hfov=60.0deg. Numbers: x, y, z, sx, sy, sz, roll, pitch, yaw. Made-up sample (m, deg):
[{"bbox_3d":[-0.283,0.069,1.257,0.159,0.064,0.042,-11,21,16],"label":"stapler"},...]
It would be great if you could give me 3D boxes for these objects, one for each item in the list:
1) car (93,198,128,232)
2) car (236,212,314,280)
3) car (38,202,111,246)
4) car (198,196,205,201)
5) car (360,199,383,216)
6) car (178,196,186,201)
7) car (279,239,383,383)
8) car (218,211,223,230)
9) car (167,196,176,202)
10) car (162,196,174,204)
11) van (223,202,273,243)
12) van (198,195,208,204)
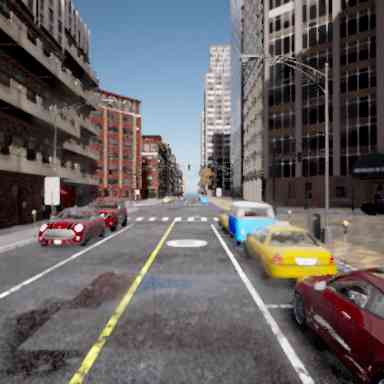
[{"bbox_3d":[-5.304,1.343,20.705,2.192,1.841,5.009,0,0,0],"label":"car"},{"bbox_3d":[2.572,1.536,9.809,1.752,1.417,4.829,0,0,0],"label":"car"},{"bbox_3d":[-5.306,1.459,15.168,1.967,1.590,4.097,0,0,0],"label":"car"},{"bbox_3d":[2.588,1.802,91.913,1.887,1.381,4.507,0,0,0],"label":"car"},{"bbox_3d":[16.824,1.350,27.945,4.902,1.511,2.128,-1,-1,41],"label":"car"},{"bbox_3d":[-2.730,1.779,91.063,2.128,1.511,4.902,0,0,0],"label":"car"},{"bbox_3d":[2.571,1.586,4.103,1.802,1.307,4.206,0,0,0],"label":"car"},{"bbox_3d":[2.574,1.553,20.879,1.752,1.417,4.829,0,0,0],"label":"car"},{"bbox_3d":[-5.294,1.798,86.363,1.947,1.339,4.313,0,0,0],"label":"car"},{"bbox_3d":[-5.297,1.688,69.535,1.752,1.417,4.829,0,0,0],"label":"car"},{"bbox_3d":[2.574,1.359,15.173,1.690,1.788,3.998,0,0,0],"label":"van"},{"bbox_3d":[2.584,1.504,69.704,1.690,1.788,3.998,0,0,0],"label":"van"}]
